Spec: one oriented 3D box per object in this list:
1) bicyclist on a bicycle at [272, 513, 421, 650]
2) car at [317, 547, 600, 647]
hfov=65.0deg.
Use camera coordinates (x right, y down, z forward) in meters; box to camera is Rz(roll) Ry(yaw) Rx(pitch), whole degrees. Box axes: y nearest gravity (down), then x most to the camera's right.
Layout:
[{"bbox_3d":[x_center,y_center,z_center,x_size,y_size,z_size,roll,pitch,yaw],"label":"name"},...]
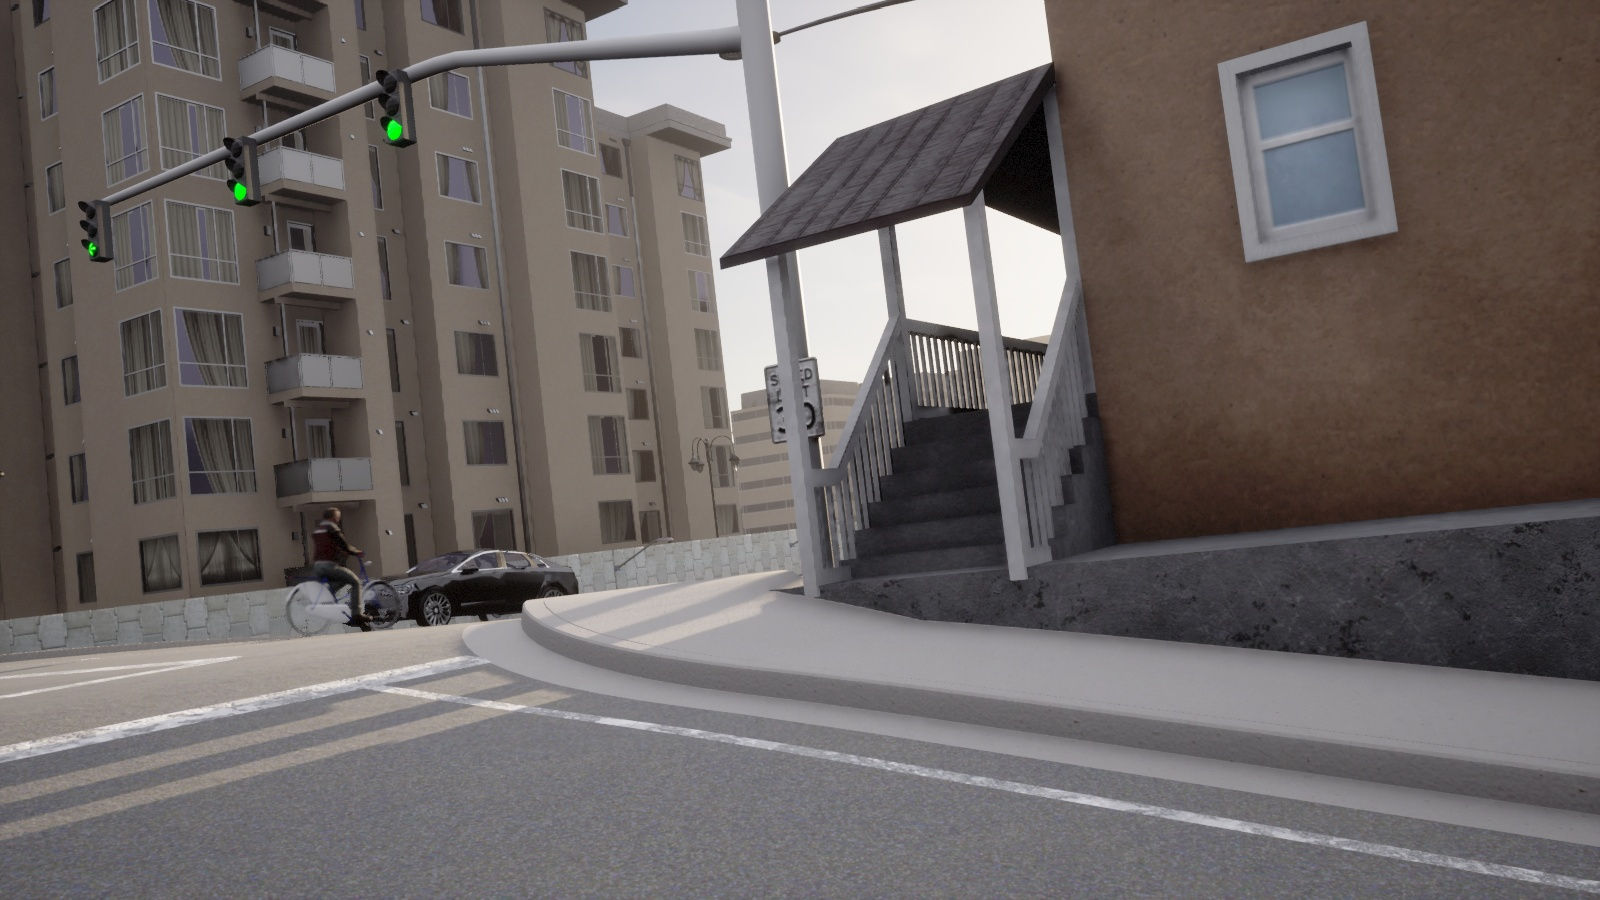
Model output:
[{"bbox_3d":[-6.307,1.806,17.542,0.659,1.776,1.843,-10,-8,33],"label":"bicyclist on a bicycle"},{"bbox_3d":[-6.306,2.718,23.755,2.128,1.511,4.902,-10,-9,33],"label":"car"}]
